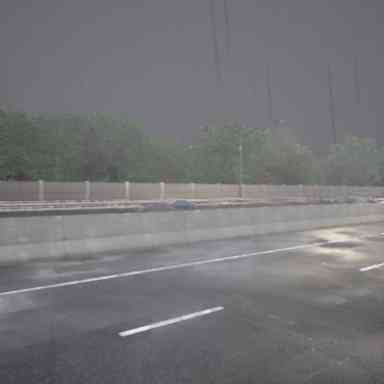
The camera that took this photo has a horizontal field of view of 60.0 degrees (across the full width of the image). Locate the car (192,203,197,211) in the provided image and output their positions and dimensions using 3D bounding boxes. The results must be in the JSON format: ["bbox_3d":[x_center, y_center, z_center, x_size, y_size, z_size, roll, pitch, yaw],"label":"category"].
[{"bbox_3d":[-1.622,1.488,32.915,4.674,1.442,1.812,0,0,-35],"label":"car"}]

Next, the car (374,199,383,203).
[{"bbox_3d":[27.095,1.520,44.955,4.718,1.301,1.895,0,0,-35],"label":"car"}]

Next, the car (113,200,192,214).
[{"bbox_3d":[-2.984,1.524,23.368,5.357,1.411,2.033,0,0,-35],"label":"car"}]

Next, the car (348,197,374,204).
[{"bbox_3d":[24.826,1.445,47.630,4.674,1.442,1.812,0,0,-35],"label":"car"}]

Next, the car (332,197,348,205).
[{"bbox_3d":[23.211,1.483,50.771,4.181,1.385,1.994,0,0,-35],"label":"car"}]
